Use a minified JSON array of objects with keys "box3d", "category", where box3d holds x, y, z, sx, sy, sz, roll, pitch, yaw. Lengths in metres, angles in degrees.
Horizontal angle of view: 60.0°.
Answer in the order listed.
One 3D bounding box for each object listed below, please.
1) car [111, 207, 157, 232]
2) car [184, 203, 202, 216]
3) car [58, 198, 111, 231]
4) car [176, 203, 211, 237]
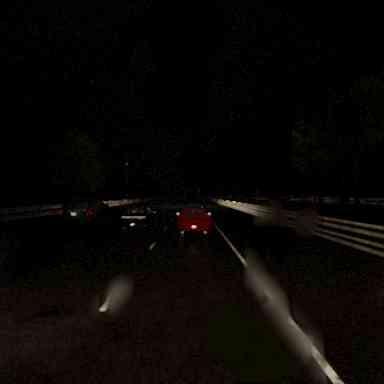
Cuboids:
[{"box3d":[-3.403,1.683,21.436,2.128,1.511,4.902,0,-1,0],"category":"car"},{"box3d":[0.094,1.930,37.197,1.895,1.301,4.718,0,-1,0],"category":"car"},{"box3d":[-6.903,1.418,22.068,2.150,2.045,5.566,0,0,0],"category":"car"},{"box3d":[0.096,1.651,19.454,1.882,1.535,5.008,0,-1,0],"category":"car"}]
